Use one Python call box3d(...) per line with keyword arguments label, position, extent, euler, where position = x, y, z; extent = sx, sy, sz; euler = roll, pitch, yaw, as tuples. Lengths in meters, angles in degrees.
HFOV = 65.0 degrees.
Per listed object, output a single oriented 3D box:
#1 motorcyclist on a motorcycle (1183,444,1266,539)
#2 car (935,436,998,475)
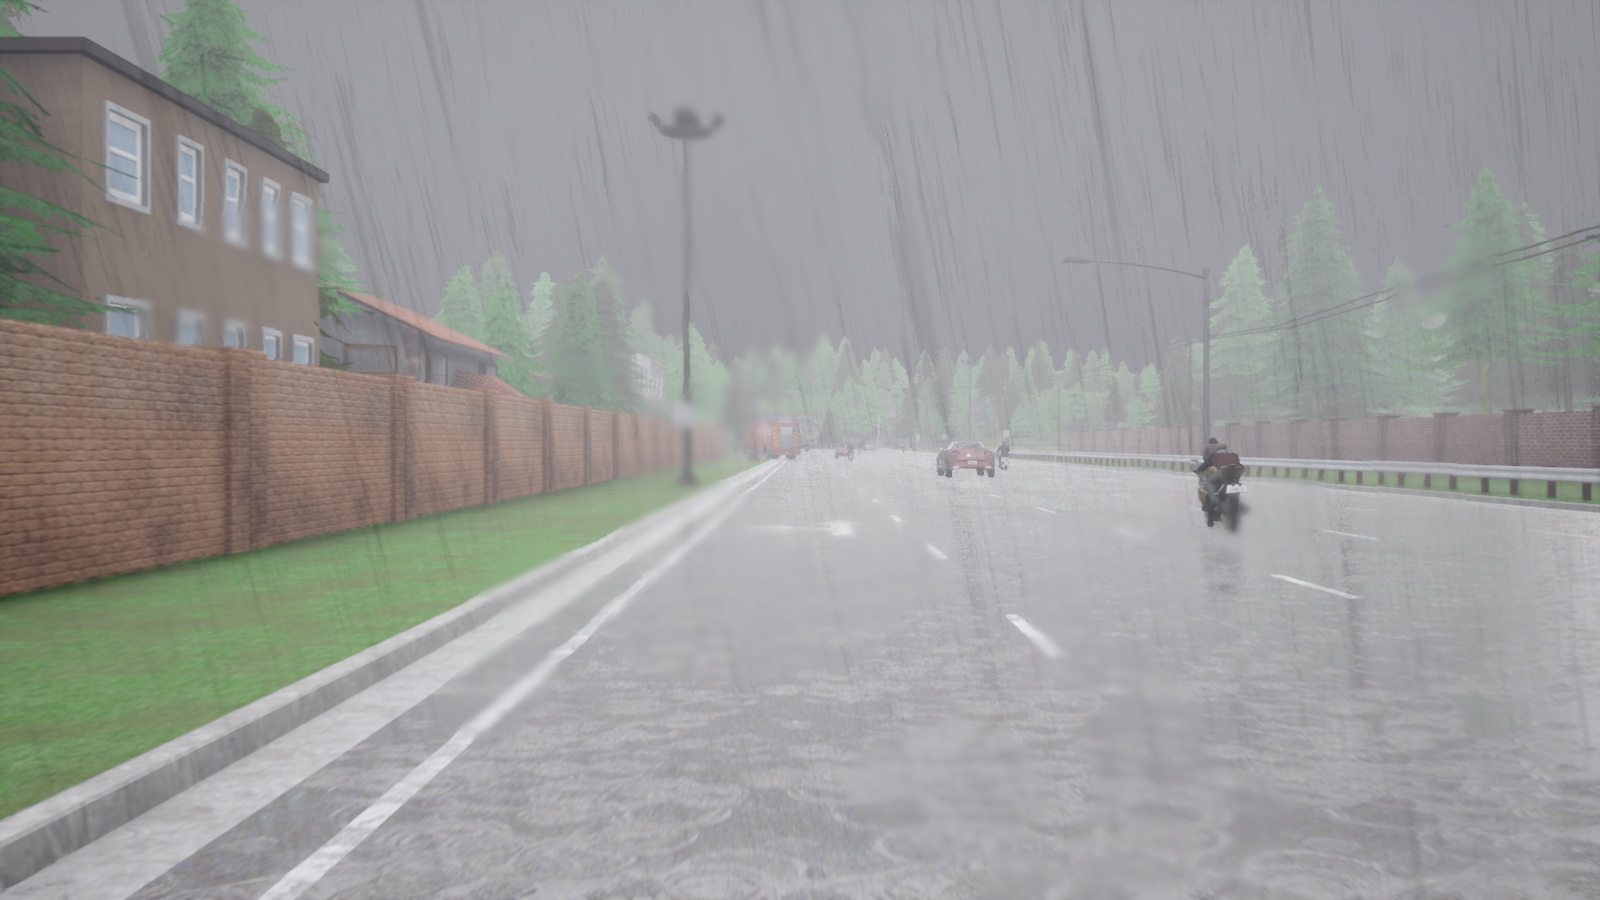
box3d(label="motorcyclist on a motorcycle", position=(7.262, 0.665, 21.616), extent=(0.866, 1.530, 2.191), euler=(1, 0, 6))
box3d(label="car", position=(7.332, 0.217, 55.802), extent=(2.152, 1.651, 5.027), euler=(0, 0, 0))
